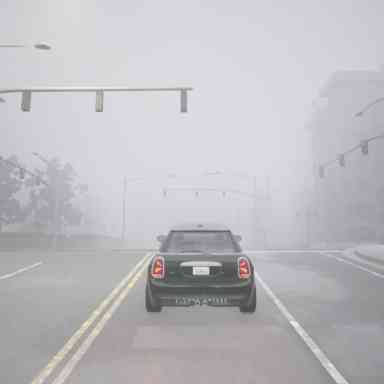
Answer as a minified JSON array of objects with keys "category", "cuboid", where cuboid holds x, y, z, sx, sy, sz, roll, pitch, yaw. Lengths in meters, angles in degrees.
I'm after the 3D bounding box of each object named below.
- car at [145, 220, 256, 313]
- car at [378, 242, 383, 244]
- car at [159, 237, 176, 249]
[{"category":"car","cuboid":[0.181,1.489,8.147,2.097,1.767,4.553,0,-1,0]},{"category":"car","cuboid":[17.231,4.286,26.183,4.892,1.490,1.837,5,-10,1]},{"category":"car","cuboid":[-3.055,6.520,42.396,1.837,1.490,4.892,0,-10,1]}]
